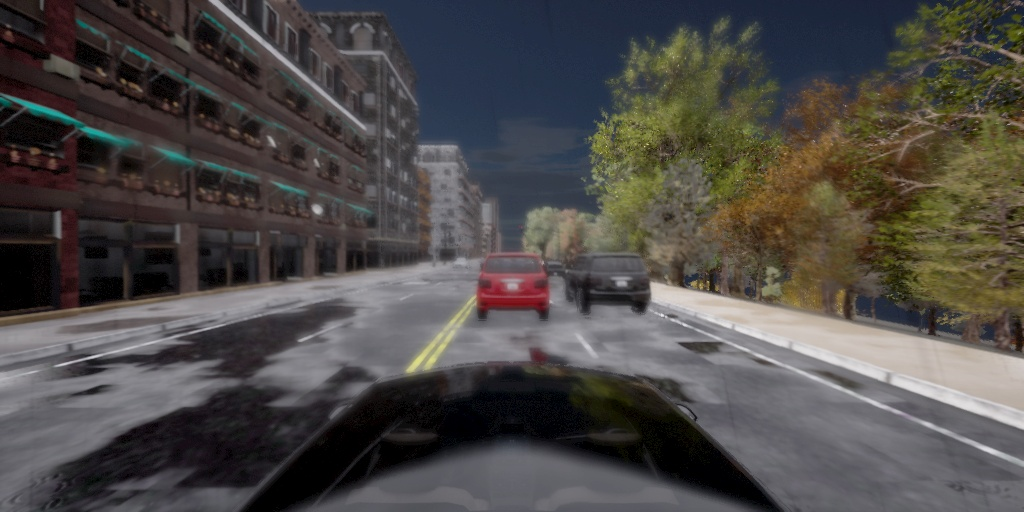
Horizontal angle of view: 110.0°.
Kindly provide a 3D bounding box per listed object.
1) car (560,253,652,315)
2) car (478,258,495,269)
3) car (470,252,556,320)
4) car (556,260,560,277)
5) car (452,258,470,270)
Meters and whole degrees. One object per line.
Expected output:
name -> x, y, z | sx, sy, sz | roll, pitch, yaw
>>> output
car -> 3.317, 0.895, 13.375 | 2.150, 2.045, 5.566 | 0, 1, 1
car -> -3.317, 0.956, 47.797 | 1.837, 1.490, 4.892 | 0, 0, 0
car -> 0.056, 0.899, 12.374 | 2.150, 2.045, 5.566 | 0, 0, 1
car -> 3.325, 1.070, 29.704 | 1.837, 1.490, 4.892 | 0, 1, 0
car -> -6.573, 0.981, 46.769 | 1.812, 1.442, 4.674 | 0, 0, 0
